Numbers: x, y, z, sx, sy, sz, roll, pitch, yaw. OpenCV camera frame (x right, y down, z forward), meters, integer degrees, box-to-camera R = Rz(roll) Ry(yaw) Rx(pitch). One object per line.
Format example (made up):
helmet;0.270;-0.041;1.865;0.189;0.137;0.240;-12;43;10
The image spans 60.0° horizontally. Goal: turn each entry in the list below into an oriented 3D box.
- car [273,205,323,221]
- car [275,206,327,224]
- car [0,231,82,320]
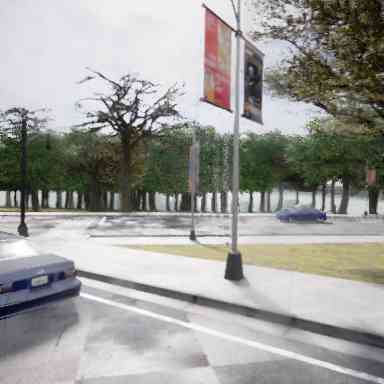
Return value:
car;11.717;2.299;36.900;4.902;1.511;2.128;1;1;-11
car;11.031;2.306;33.453;5.008;1.535;1.882;1;1;-11
car;-4.645;1.544;7.019;5.357;1.411;2.033;0;0;34
